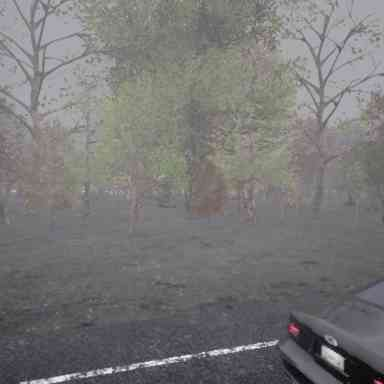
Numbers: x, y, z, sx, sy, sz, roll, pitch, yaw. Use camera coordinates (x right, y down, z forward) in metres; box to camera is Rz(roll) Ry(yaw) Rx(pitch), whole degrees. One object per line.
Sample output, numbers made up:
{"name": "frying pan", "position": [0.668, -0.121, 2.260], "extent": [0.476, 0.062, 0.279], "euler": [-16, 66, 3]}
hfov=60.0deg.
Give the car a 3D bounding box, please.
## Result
{"name": "car", "position": [3.650, 1.547, 3.811], "extent": [5.357, 1.411, 2.033], "euler": [0, 0, -18]}
